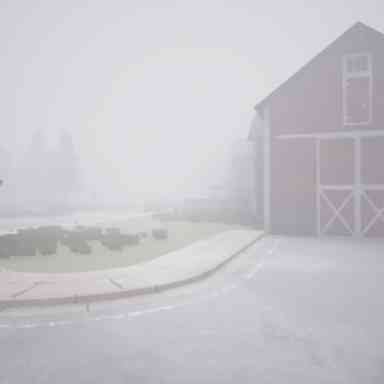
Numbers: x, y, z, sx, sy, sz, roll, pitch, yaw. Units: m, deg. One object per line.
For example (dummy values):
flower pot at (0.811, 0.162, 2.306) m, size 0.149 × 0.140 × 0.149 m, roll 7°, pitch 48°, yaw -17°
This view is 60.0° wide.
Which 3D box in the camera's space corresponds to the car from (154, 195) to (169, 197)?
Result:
car at (-5.411, 1.532, 55.968) m, size 2.150 × 2.045 × 5.566 m, roll 0°, pitch -1°, yaw 19°

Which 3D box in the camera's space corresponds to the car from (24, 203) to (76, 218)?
car at (-13.651, 1.769, 32.530) m, size 2.033 × 1.411 × 5.357 m, roll 0°, pitch 0°, yaw 19°

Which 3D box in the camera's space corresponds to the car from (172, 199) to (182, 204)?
car at (-3.031, 1.850, 51.960) m, size 1.994 × 1.385 × 4.181 m, roll 0°, pitch 0°, yaw 20°

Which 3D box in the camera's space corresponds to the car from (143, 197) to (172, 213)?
car at (-4.345, 1.692, 39.289) m, size 1.816 × 1.474 × 4.193 m, roll -6°, pitch -2°, yaw 17°
